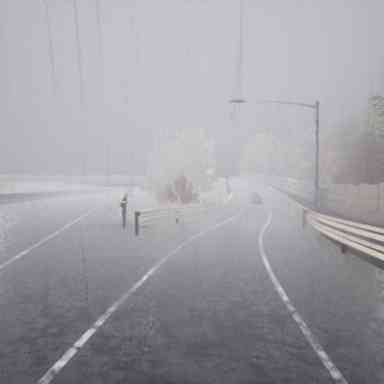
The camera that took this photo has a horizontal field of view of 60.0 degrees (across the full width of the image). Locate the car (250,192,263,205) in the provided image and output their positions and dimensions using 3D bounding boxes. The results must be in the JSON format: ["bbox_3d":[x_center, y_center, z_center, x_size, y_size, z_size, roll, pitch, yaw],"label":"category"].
[{"bbox_3d":[10.791,1.349,55.283,2.033,1.411,5.357,0,3,10],"label":"car"}]

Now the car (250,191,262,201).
[{"bbox_3d":[12.523,0.758,65.622,2.033,1.411,5.357,0,4,8],"label":"car"}]
